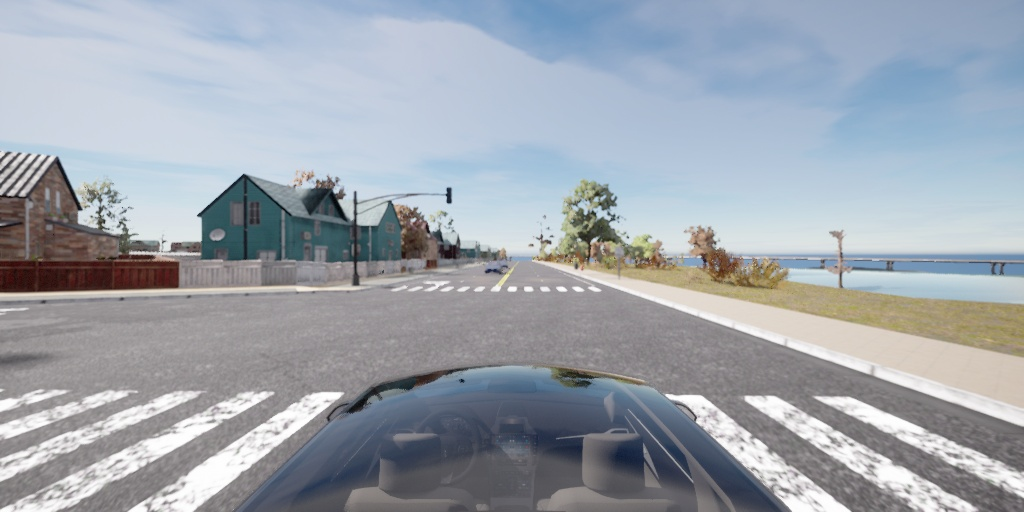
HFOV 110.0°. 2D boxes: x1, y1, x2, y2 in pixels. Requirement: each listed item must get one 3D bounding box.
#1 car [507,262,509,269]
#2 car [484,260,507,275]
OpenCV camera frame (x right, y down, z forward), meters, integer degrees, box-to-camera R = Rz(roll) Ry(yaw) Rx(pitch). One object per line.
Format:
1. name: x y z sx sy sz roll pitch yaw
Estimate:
1. car: -1.536 1.400 58.874 2.033 1.411 5.357 0 0 2
2. car: -2.053 1.364 41.058 2.033 1.411 5.357 0 0 2
